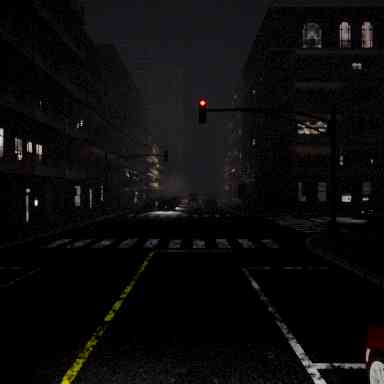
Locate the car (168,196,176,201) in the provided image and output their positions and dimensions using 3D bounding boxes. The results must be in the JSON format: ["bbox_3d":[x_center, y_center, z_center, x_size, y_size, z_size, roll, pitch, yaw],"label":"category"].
[{"bbox_3d":[-5.435,1.632,89.520,1.802,1.307,4.206,-1,0,0],"label":"car"}]

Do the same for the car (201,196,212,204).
[{"bbox_3d":[2.880,1.578,67.378,2.008,1.369,4.403,-1,0,0],"label":"car"}]

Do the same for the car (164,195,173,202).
[{"bbox_3d":[-5.468,1.563,78.294,1.752,1.417,4.829,-1,0,0],"label":"car"}]

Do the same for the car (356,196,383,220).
[{"bbox_3d":[15.110,1.230,24.749,4.892,1.490,1.837,-1,0,-1],"label":"car"}]

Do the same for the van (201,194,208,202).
[{"bbox_3d":[2.911,1.379,78.434,1.690,1.788,3.998,-1,0,0],"label":"van"}]

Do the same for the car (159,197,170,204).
[{"bbox_3d":[-5.500,1.609,67.409,1.802,1.307,4.206,-1,0,0],"label":"car"}]

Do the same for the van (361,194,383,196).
[{"bbox_3d":[15.721,1.035,27.329,3.998,1.788,1.690,-1,1,-1],"label":"van"}]

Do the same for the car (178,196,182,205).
[{"bbox_3d":[-2.944,1.577,49.997,1.994,1.385,4.181,0,0,0],"label":"car"}]

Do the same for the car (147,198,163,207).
[{"bbox_3d":[-5.549,1.580,50.824,1.947,1.339,4.313,0,0,0],"label":"car"}]

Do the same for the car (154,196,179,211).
[{"bbox_3d":[-2.978,1.571,40.047,1.994,1.385,4.181,0,0,1],"label":"car"}]

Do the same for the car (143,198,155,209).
[{"bbox_3d":[-5.565,1.561,45.297,2.008,1.369,4.403,0,0,0],"label":"car"}]

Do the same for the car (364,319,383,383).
[{"bbox_3d":[2.687,1.544,1.796,1.887,1.381,4.507,0,0,0],"label":"car"}]

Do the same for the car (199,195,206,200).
[{"bbox_3d":[2.961,1.602,95.018,1.887,1.381,4.507,-1,0,0],"label":"car"}]

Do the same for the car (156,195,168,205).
[{"bbox_3d":[-5.518,1.462,61.881,1.967,1.590,4.097,-1,0,0],"label":"car"}]

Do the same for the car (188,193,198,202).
[{"bbox_3d":[0.234,1.264,79.435,2.150,2.045,5.566,0,0,0],"label":"car"}]

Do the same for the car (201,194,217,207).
[{"bbox_3d":[2.830,1.454,50.795,1.967,1.590,4.097,-1,0,0],"label":"car"}]

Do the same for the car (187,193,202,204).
[{"bbox_3d":[0.292,1.245,64.117,2.150,2.045,5.566,0,0,0],"label":"car"}]

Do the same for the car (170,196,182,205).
[{"bbox_3d":[-2.890,1.526,60.336,1.837,1.490,4.892,0,0,1],"label":"car"}]
